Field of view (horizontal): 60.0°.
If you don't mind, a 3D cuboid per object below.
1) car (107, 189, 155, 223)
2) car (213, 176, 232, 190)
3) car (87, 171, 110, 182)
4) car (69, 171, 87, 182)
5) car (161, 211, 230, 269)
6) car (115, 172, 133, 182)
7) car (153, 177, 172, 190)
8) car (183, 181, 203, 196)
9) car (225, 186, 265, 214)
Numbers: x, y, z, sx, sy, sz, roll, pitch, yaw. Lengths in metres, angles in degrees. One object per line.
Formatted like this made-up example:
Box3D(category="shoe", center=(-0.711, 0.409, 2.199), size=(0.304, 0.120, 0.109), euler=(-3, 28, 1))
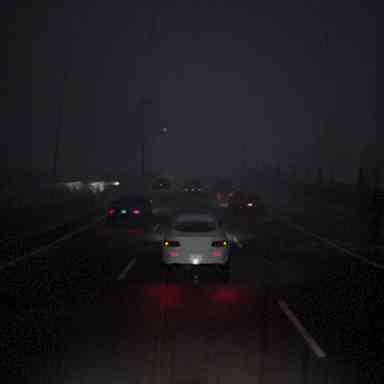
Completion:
Box3D(category="car", center=(-3.408, 0.848, 19.102), size=(2.033, 1.411, 5.357), euler=(0, 4, 0))
Box3D(category="car", center=(3.584, -1.097, 38.849), size=(1.812, 1.442, 4.674), euler=(0, 6, 0))
Box3D(category="car", center=(-14.100, -2.483, 51.936), size=(2.128, 1.511, 4.902), euler=(0, 6, 0))
Box3D(category="car", center=(-17.597, -2.484, 51.942), size=(2.128, 1.511, 4.902), euler=(0, 6, 0))
Box3D(category="car", center=(0.090, 1.322, 10.320), size=(1.812, 1.442, 4.674), euler=(0, 3, 0))
Box3D(category="car", center=(-10.601, -2.375, 51.957), size=(1.895, 1.301, 4.718), euler=(0, 6, 0))
Box3D(category="car", center=(-3.416, -1.032, 38.591), size=(1.994, 1.385, 4.181), euler=(0, 6, 0))
Box3D(category="car", center=(0.086, -0.417, 32.475), size=(2.033, 1.411, 5.357), euler=(0, 6, 0))
Box3D(category="car", center=(3.590, 0.589, 22.524), size=(1.994, 1.385, 4.181), euler=(0, 5, 0))
